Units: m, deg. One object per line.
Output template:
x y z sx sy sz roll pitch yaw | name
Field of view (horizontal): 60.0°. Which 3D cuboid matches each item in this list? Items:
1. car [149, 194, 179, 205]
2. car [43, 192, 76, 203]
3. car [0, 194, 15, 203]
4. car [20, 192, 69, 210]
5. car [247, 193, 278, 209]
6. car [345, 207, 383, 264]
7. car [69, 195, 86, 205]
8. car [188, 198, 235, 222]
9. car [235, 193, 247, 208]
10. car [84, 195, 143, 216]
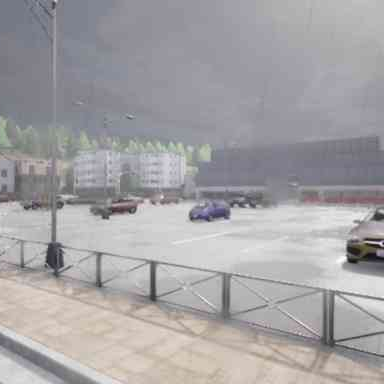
-4.130 1.103 49.841 2.152 1.636 5.027 0 0 35 | car
-25.360 0.946 63.953 2.150 2.045 5.566 0 0 35 | car
-33.725 1.196 58.180 1.882 1.535 5.008 0 0 35 | car
-16.692 1.045 37.421 1.932 1.855 4.605 0 0 35 | car
8.954 1.069 41.152 1.932 1.855 4.605 0 0 35 | car
6.525 1.328 10.810 2.152 1.636 5.027 0 0 35 | car
-16.616 1.234 49.603 2.007 1.523 4.514 0 0 35 | car
1.244 1.299 23.899 1.845 1.501 3.633 0 0 35 | car
6.339 1.044 42.485 1.905 1.878 3.866 0 0 35 | car
-6.908 1.263 29.678 2.007 1.523 4.514 0 0 35 | car
